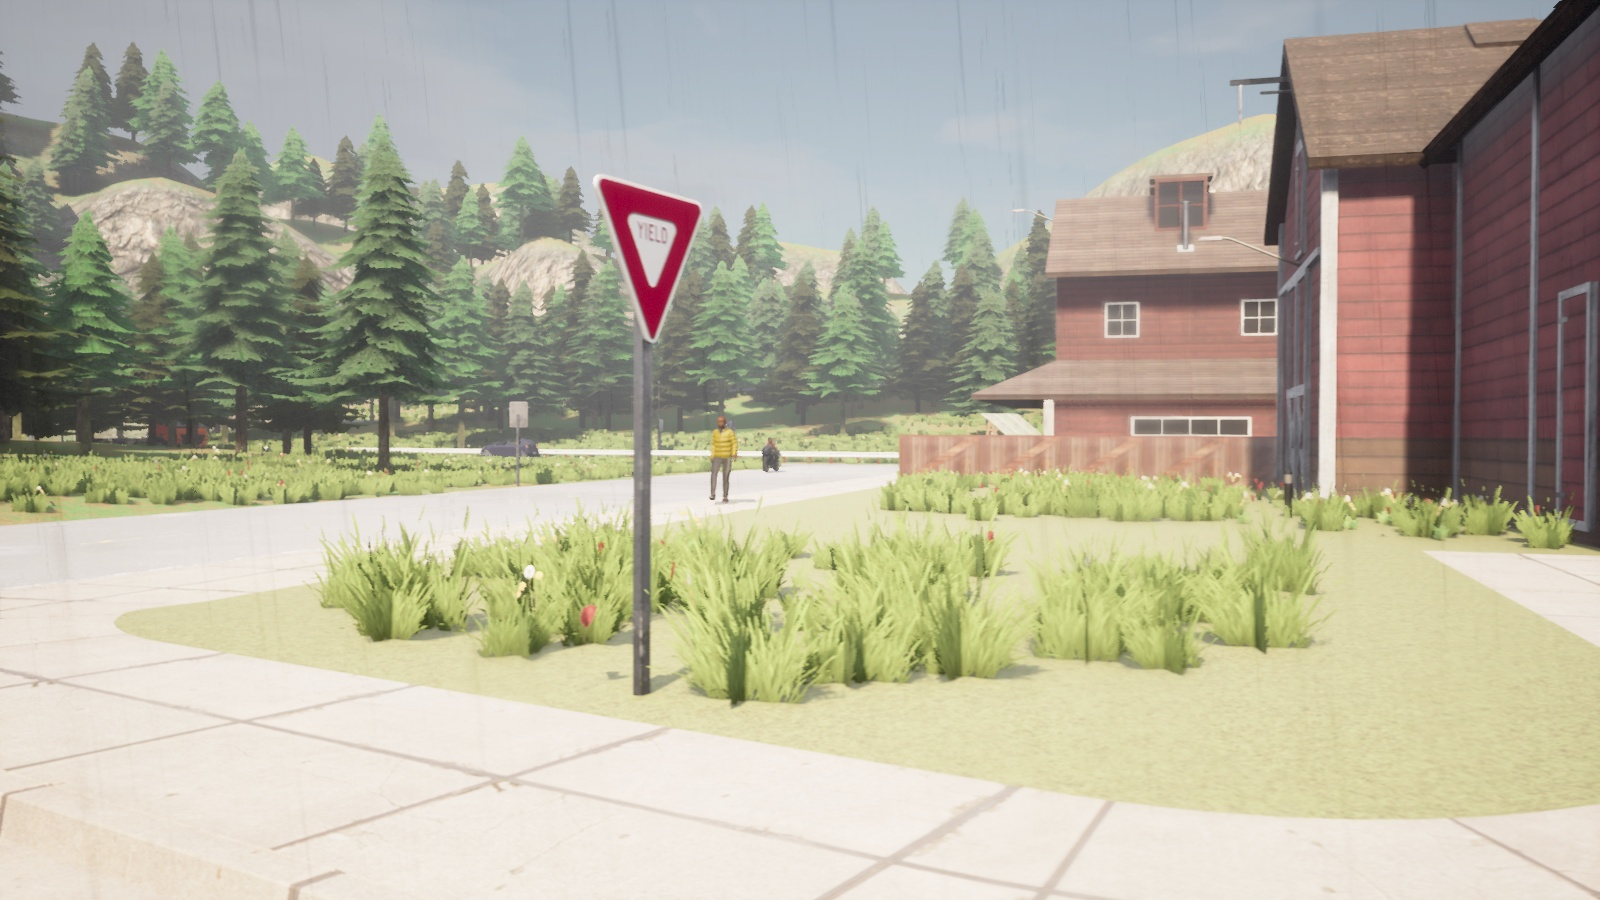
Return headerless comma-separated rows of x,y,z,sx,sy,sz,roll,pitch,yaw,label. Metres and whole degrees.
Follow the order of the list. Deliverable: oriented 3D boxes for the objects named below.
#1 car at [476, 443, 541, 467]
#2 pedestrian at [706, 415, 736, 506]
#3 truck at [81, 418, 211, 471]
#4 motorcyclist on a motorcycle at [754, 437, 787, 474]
-18.770,0.334,80.859,3.633,1.501,1.845,-1,1,16,car
-1.611,0.208,25.700,0.370,1.835,0.726,-1,1,16,pedestrian
-44.041,-0.375,84.557,7.936,3.462,2.891,-1,1,16,truck
-1.250,0.230,53.629,0.797,1.523,2.044,-1,1,16,motorcyclist on a motorcycle
